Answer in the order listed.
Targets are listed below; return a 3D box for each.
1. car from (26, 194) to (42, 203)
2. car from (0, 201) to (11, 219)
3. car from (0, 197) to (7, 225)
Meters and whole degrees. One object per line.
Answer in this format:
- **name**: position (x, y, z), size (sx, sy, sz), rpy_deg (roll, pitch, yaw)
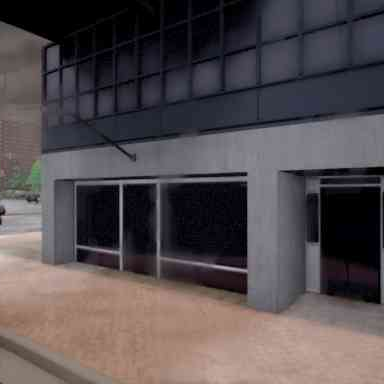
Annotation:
- **car**: position (-30.170, 1.248, 64.683), size (4.605, 1.855, 1.932), rpy_deg (0, 0, 35)
- **car**: position (-17.828, 1.538, 27.154), size (2.128, 1.511, 4.902), rpy_deg (0, 0, 36)
- **car**: position (-14.044, 1.387, 20.087), size (2.097, 1.767, 4.553), rpy_deg (0, 0, 36)
